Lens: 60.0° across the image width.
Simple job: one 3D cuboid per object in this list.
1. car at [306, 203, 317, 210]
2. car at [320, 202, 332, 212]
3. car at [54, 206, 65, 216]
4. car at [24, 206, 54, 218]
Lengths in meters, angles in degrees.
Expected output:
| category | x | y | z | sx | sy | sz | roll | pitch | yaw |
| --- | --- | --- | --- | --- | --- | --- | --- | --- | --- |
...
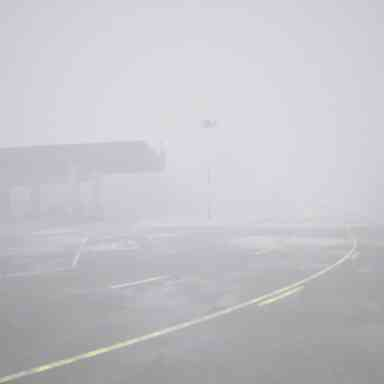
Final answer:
| category | x | y | z | sx | sy | sz | roll | pitch | yaw |
| --- | --- | --- | --- | --- | --- | --- | --- | --- | --- |
| car | 28.529 | 3.639 | 80.043 | 1.812 | 1.442 | 4.674 | -1 | -2 | 22 |
| car | 27.846 | 3.018 | 69.060 | 2.150 | 2.045 | 5.566 | -1 | -2 | 22 |
| car | -22.665 | 3.255 | 57.290 | 4.611 | 1.667 | 2.242 | -1 | -2 | 22 |
| car | -24.093 | 3.262 | 51.671 | 3.806 | 1.475 | 1.970 | -1 | -2 | 22 |
